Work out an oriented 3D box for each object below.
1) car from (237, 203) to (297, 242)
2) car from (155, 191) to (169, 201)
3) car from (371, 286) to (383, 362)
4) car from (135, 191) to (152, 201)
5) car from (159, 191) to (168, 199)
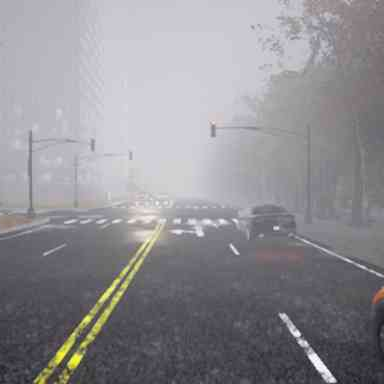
[{"bbox_3d":[3.214,1.242,15.130,1.882,1.535,5.008,-3,-1,0],"label":"car"},{"bbox_3d":[-5.065,0.807,56.166,1.812,1.442,4.674,0,1,-3],"label":"car"},{"bbox_3d":[3.386,1.160,2.529,2.097,1.767,4.553,-1,-3,0],"label":"car"},{"bbox_3d":[-8.305,0.638,55.832,2.097,1.767,4.553,0,1,-3],"label":"car"},{"bbox_3d":[-6.074,0.614,71.646,1.812,1.442,4.674,0,1,-4],"label":"car"}]
